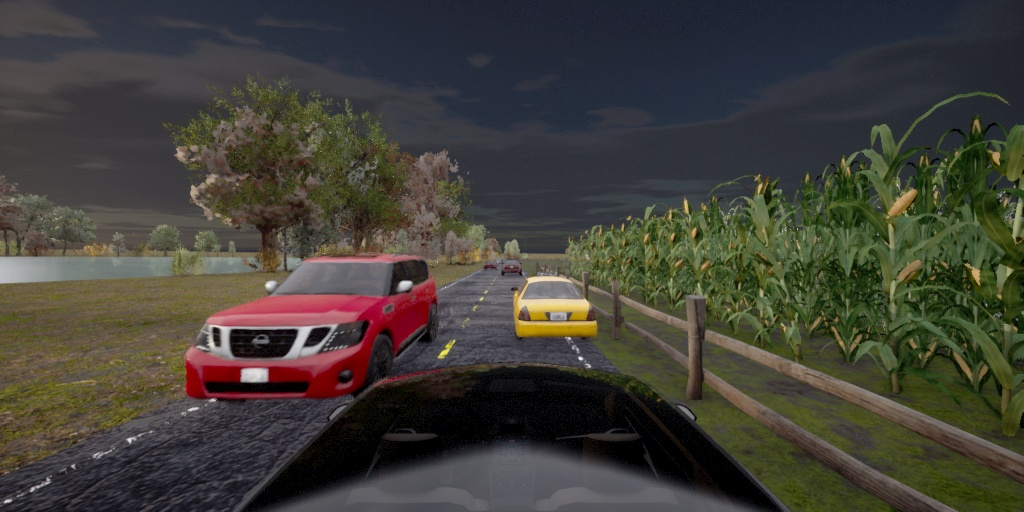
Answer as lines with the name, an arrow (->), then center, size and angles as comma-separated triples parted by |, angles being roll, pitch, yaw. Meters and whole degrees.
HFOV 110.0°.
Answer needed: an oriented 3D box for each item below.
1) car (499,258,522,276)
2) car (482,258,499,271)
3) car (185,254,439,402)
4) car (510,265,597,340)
car -> -0.031, 1.097, 37.931 | 2.097, 1.767, 4.553 | 0, 0, 0
car -> -2.989, 1.345, 49.230 | 1.895, 1.301, 4.718 | 0, 0, 0
car -> -2.865, 0.970, 6.741 | 2.150, 2.045, 5.566 | 0, 0, 0
car -> 0.938, 1.204, 9.861 | 1.801, 1.575, 5.366 | 0, 0, 0
